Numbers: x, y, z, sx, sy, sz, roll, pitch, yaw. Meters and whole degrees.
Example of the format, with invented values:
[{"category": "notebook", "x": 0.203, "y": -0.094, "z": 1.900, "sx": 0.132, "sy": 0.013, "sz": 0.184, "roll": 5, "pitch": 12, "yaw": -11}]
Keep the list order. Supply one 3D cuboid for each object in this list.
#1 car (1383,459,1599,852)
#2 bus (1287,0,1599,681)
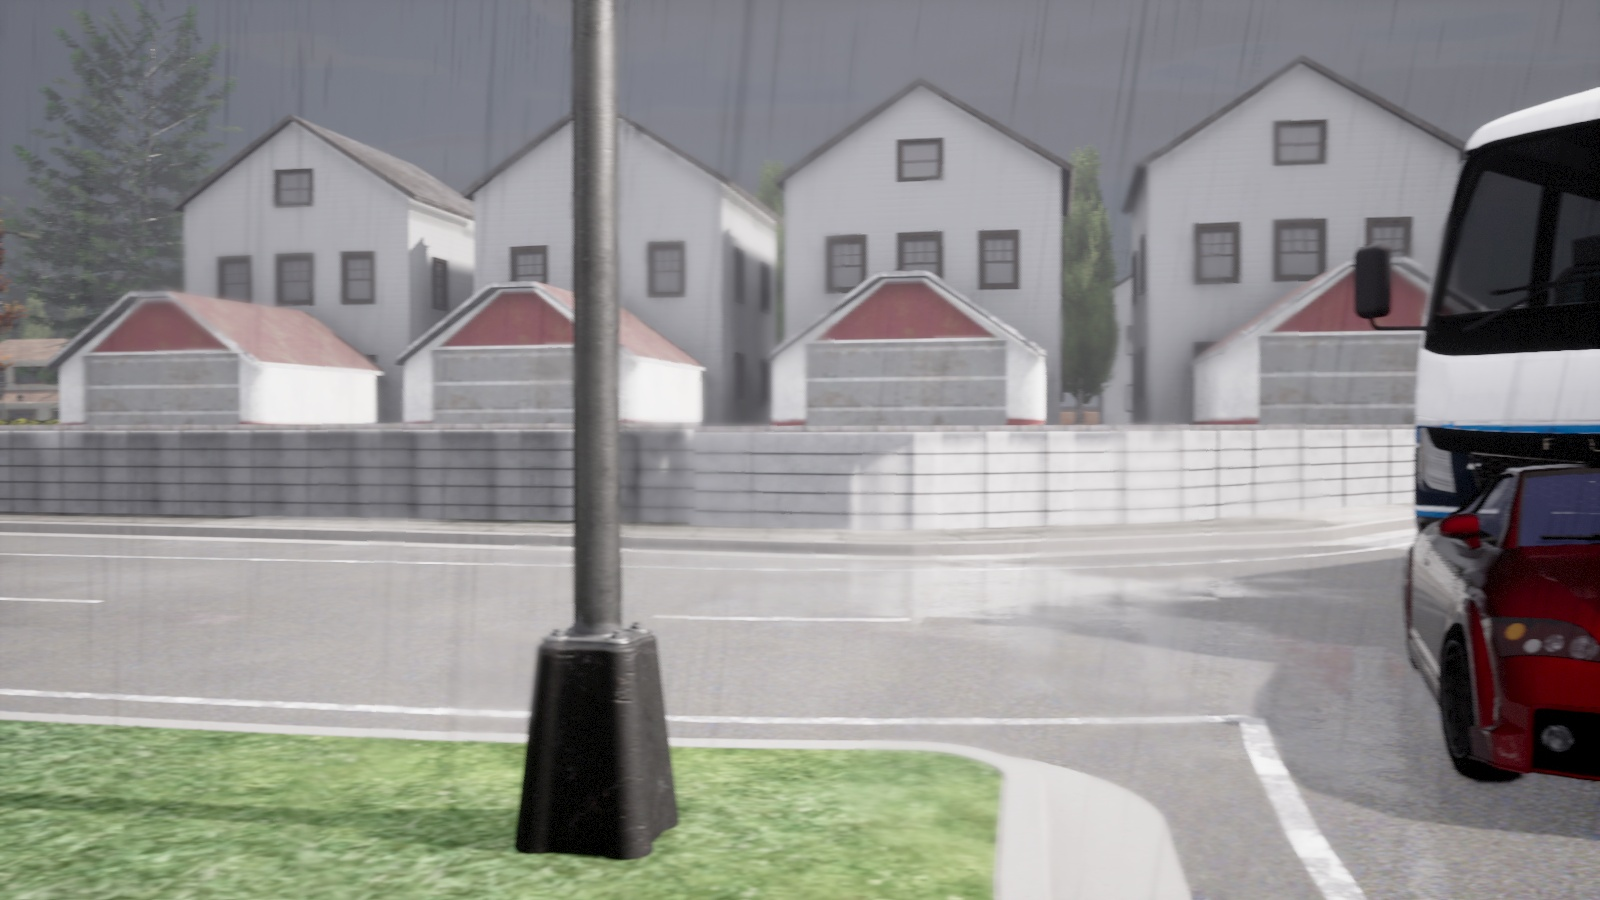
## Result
[{"category": "car", "x": 4.279, "y": 0.791, "z": 6.505, "sx": 1.994, "sy": 1.385, "sz": 4.181, "roll": 0, "pitch": 1, "yaw": 21}, {"category": "bus", "x": 8.955, "y": -0.722, "z": 10.900, "sx": 10.273, "sy": 4.253, "sz": 3.944, "roll": 0, "pitch": 1, "yaw": -37}]
